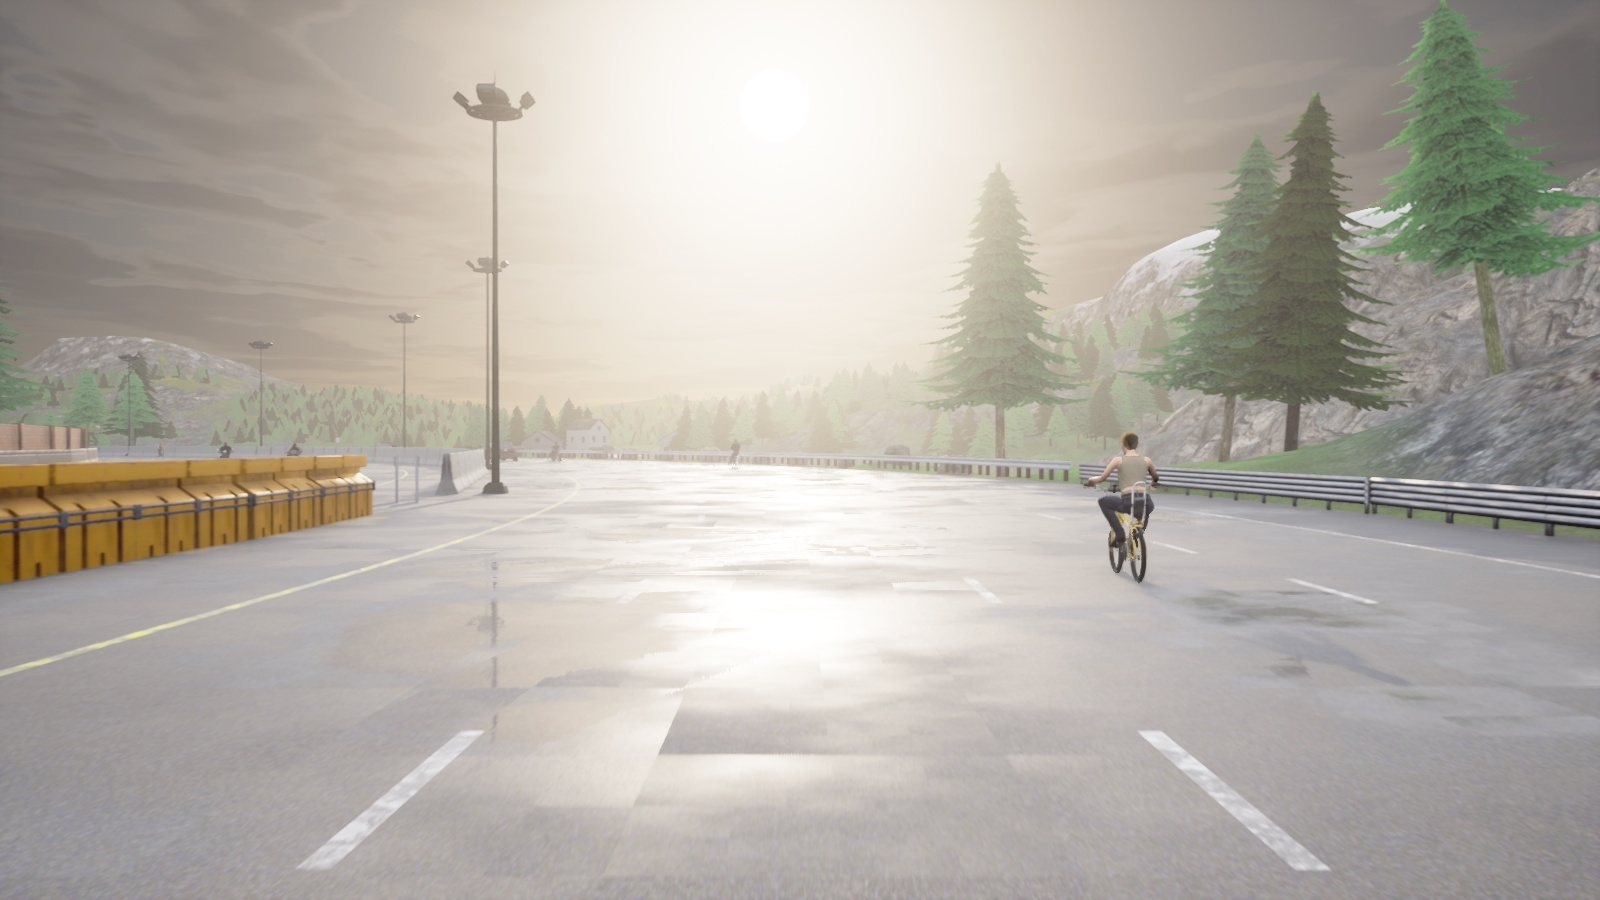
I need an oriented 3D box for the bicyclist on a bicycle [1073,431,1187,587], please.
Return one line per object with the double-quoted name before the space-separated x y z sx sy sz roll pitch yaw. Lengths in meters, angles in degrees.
"bicyclist on a bicycle" 3.585 0.608 13.778 0.866 1.612 1.509 0 0 0
